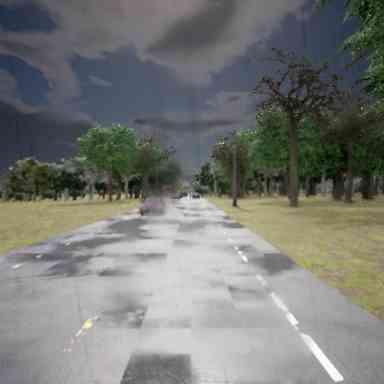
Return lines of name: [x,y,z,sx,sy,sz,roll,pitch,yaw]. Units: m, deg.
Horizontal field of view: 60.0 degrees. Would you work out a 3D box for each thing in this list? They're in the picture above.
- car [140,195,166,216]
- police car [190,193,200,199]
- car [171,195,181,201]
car: [-3.585,1.231,31.205,2.097,1.767,4.553,0,0,0]
police car: [1.075,1.053,85.868,1.930,1.638,5.238,0,0,0]
car: [-3.479,1.204,72.905,1.895,1.301,4.718,0,0,0]
